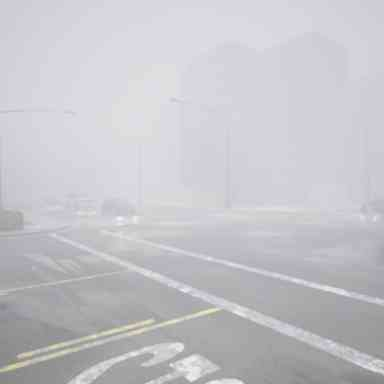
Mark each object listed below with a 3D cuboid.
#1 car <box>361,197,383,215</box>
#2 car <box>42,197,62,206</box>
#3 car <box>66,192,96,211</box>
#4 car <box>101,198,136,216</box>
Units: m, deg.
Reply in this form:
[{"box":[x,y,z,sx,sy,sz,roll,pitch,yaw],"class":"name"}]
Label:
[{"box":[17.234,1.212,30.232,4.902,1.511,2.128,0,0,-38],"class":"car"},{"box":[-21.330,1.412,50.580,1.994,1.385,4.181,-1,1,-36],"class":"car"},{"box":[-13.313,1.071,39.643,2.150,2.045,5.566,-1,0,-36],"class":"car"},{"box":[-6.951,1.350,30.997,1.837,1.490,4.892,-1,1,-36],"class":"car"}]
